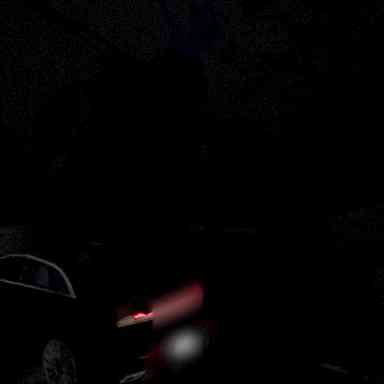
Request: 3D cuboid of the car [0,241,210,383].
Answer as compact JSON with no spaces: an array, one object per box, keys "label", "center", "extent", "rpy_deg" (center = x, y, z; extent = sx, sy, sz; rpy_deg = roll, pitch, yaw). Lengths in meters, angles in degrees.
[{"label":"car","center":[-2.070,1.533,5.156],"extent":[4.902,1.511,2.128],"rpy_deg":[-1,0,35]}]
